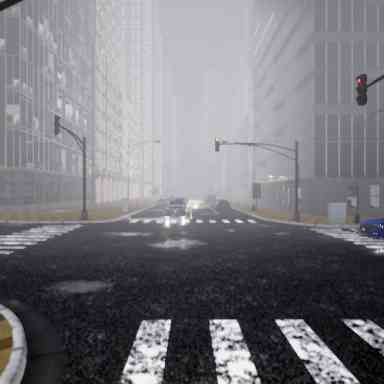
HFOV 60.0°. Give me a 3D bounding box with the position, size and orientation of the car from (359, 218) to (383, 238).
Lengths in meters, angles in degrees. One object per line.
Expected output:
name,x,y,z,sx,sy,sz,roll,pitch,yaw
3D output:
car,11.327,1.692,17.233,5.008,1.535,1.882,1,0,-3

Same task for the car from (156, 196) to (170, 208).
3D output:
car,-4.133,1.550,47.308,1.802,1.307,4.206,0,0,0

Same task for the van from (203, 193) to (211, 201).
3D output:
van,3.531,1.249,80.525,1.690,1.788,3.998,0,0,0

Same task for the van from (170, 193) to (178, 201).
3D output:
van,-4.349,1.249,80.473,1.690,1.788,3.998,0,0,0

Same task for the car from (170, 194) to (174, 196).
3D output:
car,-4.241,1.507,63.891,1.947,1.339,4.313,0,0,0

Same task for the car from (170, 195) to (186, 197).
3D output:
car,-1.642,1.498,44.386,1.812,1.442,4.674,0,0,0

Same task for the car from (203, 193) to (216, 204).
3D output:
car,3.639,1.256,63.941,2.192,1.841,5.009,0,0,0

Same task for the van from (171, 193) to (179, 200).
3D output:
van,-4.385,1.238,86.001,1.690,1.788,3.998,0,0,0

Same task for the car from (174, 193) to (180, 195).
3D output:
car,-1.715,1.441,59.722,2.128,1.511,4.902,0,0,0

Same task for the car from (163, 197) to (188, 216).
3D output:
car,-1.571,1.513,33.058,1.812,1.442,4.674,0,0,0

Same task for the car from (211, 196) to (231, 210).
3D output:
car,3.832,1.542,41.833,1.947,1.339,4.313,0,0,0

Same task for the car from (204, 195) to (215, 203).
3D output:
car,3.603,1.370,69.470,1.967,1.590,4.097,0,0,0
